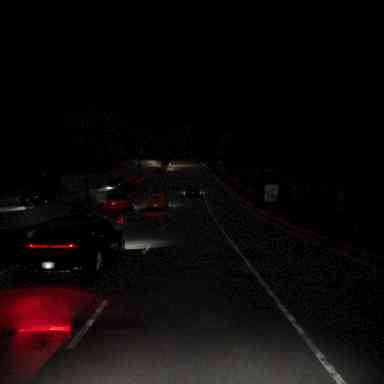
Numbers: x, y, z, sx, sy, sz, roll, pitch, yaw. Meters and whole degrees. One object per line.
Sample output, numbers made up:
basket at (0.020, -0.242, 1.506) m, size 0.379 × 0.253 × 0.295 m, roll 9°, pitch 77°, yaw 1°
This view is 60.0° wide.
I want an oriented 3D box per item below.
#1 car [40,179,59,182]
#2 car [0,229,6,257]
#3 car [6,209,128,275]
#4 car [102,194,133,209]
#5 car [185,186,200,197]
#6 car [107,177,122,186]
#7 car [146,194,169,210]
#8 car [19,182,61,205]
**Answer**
car at (-21.075, -0.745, 48.415) m, size 2.150 × 2.045 × 5.566 m, roll 0°, pitch 7°, yaw 1°
car at (-6.903, 1.577, 9.999) m, size 1.895 × 1.301 × 4.718 m, roll 0°, pitch 0°, yaw 0°
car at (-3.403, 1.480, 10.295) m, size 1.837 × 1.490 × 4.892 m, roll 0°, pitch 0°, yaw 0°
car at (-6.907, 0.909, 31.342) m, size 2.097 × 1.767 × 4.553 m, roll 0°, pitch 3°, yaw 0°
car at (0.091, -0.151, 46.315) m, size 1.994 × 1.385 × 4.181 m, roll 0°, pitch 6°, yaw 0°
car at (-13.991, -1.898, 60.516) m, size 2.128 × 1.511 × 4.902 m, roll 0°, pitch 7°, yaw 1°
car at (-3.408, 0.911, 33.395) m, size 1.882 × 1.535 × 5.008 m, roll 0°, pitch 4°, yaw 0°
car at (-17.597, 0.297, 38.301) m, size 2.150 × 2.045 × 5.566 m, roll 0°, pitch 4°, yaw 0°
